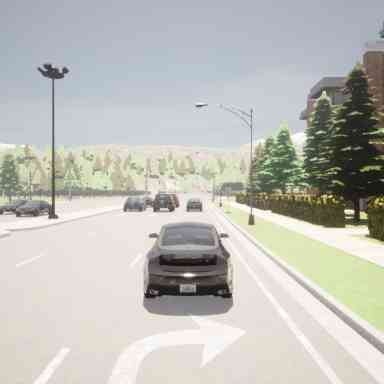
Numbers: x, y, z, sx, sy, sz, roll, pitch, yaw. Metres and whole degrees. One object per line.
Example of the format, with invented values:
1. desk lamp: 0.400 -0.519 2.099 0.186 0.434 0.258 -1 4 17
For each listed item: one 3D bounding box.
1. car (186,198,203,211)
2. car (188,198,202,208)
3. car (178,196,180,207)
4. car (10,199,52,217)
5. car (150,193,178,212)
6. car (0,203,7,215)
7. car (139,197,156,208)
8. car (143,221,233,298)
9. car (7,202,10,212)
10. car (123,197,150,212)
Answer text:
1. car: 0.297 1.492 39.606 2.128 1.511 4.902 0 0 1
2. car: 0.450 1.564 49.671 1.994 1.385 4.181 0 0 1
3. car: -3.054 1.221 49.441 2.150 2.045 5.566 0 0 1
4. car: -14.894 1.526 31.707 1.812 1.442 4.674 0 0 1
5. car: -3.216 1.221 38.798 2.150 2.045 5.566 0 0 1
6. car: -15.030 1.221 21.904 2.150 2.045 5.566 0 0 1
7. car: -6.554 1.505 49.464 1.837 1.490 4.892 0 0 1
8. car: -0.085 1.504 8.473 1.837 1.490 4.892 0 0 0
9. car: -18.348 1.526 35.080 1.812 1.442 4.674 0 0 1
10. car: -6.705 1.352 39.537 2.097 1.767 4.553 0 0 1
